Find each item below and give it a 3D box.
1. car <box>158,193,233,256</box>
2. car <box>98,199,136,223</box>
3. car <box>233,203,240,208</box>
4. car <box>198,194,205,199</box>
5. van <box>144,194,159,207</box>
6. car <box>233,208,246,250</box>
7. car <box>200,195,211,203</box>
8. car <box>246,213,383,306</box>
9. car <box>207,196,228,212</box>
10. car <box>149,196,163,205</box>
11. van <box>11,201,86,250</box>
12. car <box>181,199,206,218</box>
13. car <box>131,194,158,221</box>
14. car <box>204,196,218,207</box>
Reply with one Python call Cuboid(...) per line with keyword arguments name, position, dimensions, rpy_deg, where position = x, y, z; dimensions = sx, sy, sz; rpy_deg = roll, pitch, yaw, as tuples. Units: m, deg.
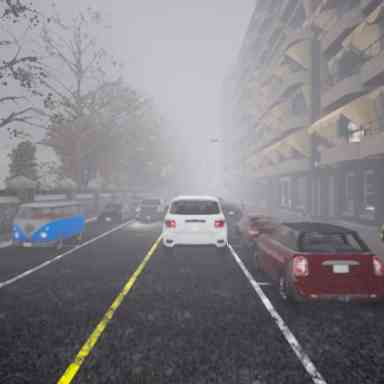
Cuboid(name="car", position=(0.096, 1.162, 12.999), dimensions=(2.150, 2.045, 5.566), rpy_deg=(0, 0, 0))
Cuboid(name="car", position=(-5.687, 1.460, 24.841), dimensions=(1.947, 1.339, 4.313), rpy_deg=(0, 0, 0))
Cuboid(name="car", position=(2.693, 1.460, 24.840), dimensions=(1.947, 1.339, 4.313), rpy_deg=(0, 0, 0))
Cuboid(name="car", position=(2.702, 1.226, 92.403), dimensions=(1.887, 1.381, 4.507), rpy_deg=(0, 0, 0))
Cuboid(name="van", position=(-5.684, 1.152, 47.360), dimensions=(1.690, 1.788, 3.998), rpy_deg=(0, 0, 0))
Cuboid(name="car", position=(2.692, 1.523, 13.579), dimensions=(1.802, 1.307, 4.206), rpy_deg=(0, 0, 0))
Cuboid(name="car", position=(2.360, 1.293, 61.012), dimensions=(1.812, 1.442, 4.674), rpy_deg=(0, 0, 0))
Cuboid(name="car", position=(2.692, 1.405, 7.948), dimensions=(1.967, 1.590, 4.097), rpy_deg=(0, 0, 0))
Cuboid(name="car", position=(2.695, 1.290, 36.099), dimensions=(1.967, 1.590, 4.097), rpy_deg=(0, 0, 0))
Cuboid(name="car", position=(-5.683, 1.374, 52.991), dimensions=(1.802, 1.307, 4.206), rpy_deg=(0, 0, 0))
Cuboid(name="van", position=(-5.688, 1.282, 13.579), dimensions=(1.690, 1.788, 3.998), rpy_deg=(0, 0, 0))
Cuboid(name="car", position=(0.105, 1.422, 29.766), dimensions=(2.033, 1.411, 5.357), rpy_deg=(0, 0, 0))
Cuboid(name="car", position=(-3.096, 1.241, 25.885), dimensions=(2.097, 1.767, 4.553), rpy_deg=(0, 0, 0))
Cuboid(name="car", position=(2.697, 1.335, 47.530), dimensions=(1.752, 1.417, 4.829), rpy_deg=(0, 0, 0))
